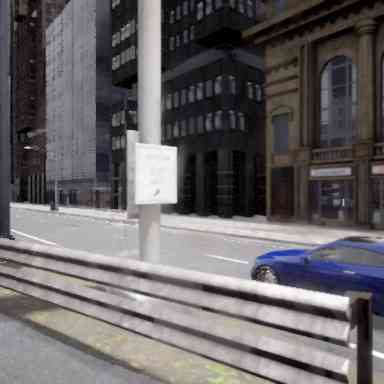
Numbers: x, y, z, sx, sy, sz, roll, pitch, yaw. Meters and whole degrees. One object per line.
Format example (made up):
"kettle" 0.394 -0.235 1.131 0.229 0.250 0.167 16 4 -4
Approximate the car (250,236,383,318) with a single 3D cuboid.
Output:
"car" 3.376 1.655 6.928 1.812 1.442 4.674 0 0 -41

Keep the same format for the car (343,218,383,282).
"car" 6.748 1.605 8.367 2.128 1.511 4.902 0 0 -41
